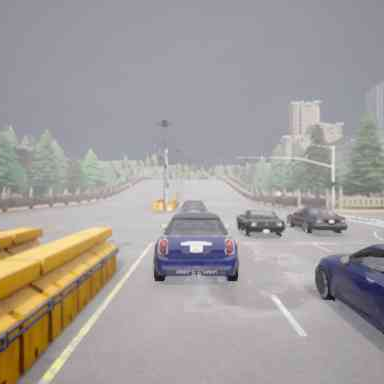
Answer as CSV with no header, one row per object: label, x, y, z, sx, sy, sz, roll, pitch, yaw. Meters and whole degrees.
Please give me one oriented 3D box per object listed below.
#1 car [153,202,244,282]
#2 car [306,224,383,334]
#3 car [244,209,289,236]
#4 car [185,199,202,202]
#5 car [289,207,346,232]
car,0.103,1.356,9.945,2.097,1.767,4.553,0,0,0
car,3.606,1.528,5.373,1.812,1.442,4.674,0,0,0
car,3.605,1.608,18.360,1.895,1.301,4.718,0,0,0
car,0.107,1.362,24.073,2.097,1.767,4.553,0,0,0
car,7.112,1.556,19.468,2.033,1.411,5.357,0,0,0
